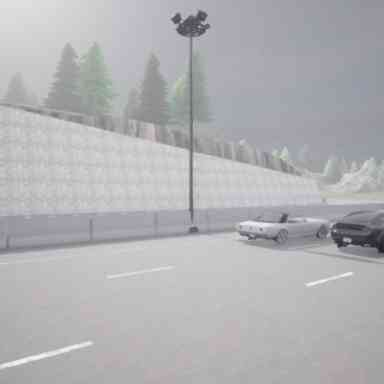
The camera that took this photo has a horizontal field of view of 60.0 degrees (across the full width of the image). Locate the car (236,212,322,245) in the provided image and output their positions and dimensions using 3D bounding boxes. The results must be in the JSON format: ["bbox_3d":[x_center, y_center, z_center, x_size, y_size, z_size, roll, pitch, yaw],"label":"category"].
[{"bbox_3d":[4.392,1.583,15.523,4.718,1.301,1.895,0,0,-35],"label":"car"}]

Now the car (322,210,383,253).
[{"bbox_3d":[7.653,1.486,13.539,4.892,1.490,1.837,-1,0,-35],"label":"car"}]
